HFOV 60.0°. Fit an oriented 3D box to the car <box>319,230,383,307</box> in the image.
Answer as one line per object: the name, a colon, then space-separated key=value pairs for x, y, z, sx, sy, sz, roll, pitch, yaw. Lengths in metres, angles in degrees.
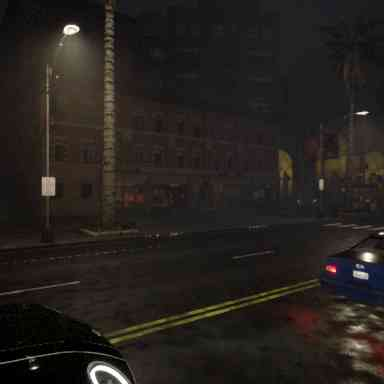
car: x=5.093 y=1.547 z=7.473 sx=5.357 sy=1.411 sz=2.033 roll=0 pitch=0 yaw=-36

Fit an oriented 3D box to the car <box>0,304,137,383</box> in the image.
car: x=-2.539 y=1.352 z=1.880 sx=4.553 sy=1.767 sz=2.097 roll=0 pitch=0 yaw=-36
